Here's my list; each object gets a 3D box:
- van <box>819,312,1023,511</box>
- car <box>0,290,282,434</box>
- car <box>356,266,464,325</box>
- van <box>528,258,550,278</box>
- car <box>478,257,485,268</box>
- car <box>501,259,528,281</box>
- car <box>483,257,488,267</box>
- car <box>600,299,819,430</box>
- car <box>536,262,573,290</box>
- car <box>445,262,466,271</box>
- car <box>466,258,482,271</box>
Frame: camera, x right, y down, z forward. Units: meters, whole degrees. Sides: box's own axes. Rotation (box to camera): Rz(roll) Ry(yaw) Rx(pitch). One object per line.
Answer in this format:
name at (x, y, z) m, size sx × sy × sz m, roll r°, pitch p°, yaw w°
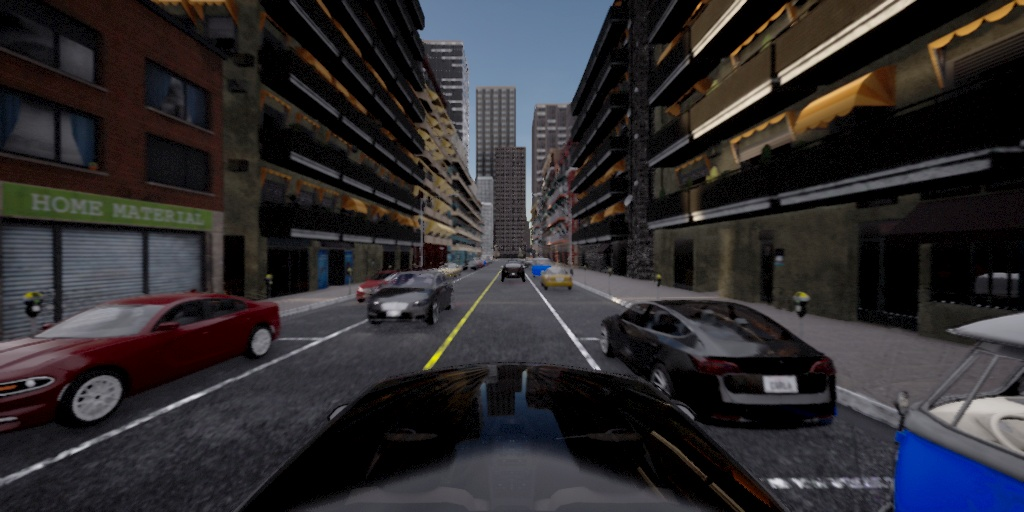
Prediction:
van at (2.689, 1.091, 0.139) m, size 1.690 × 1.789 × 3.998 m, roll 0°, pitch 0°, yaw 0°
car at (-5.693, 1.295, 5.674) m, size 1.888 × 1.381 × 4.507 m, roll 0°, pitch 0°, yaw 0°
car at (-3.089, 1.242, 11.838) m, size 2.128 × 1.511 × 4.902 m, roll 0°, pitch 0°, yaw 0°
van at (2.685, 1.097, 33.280) m, size 1.690 × 1.789 × 3.998 m, roll 0°, pitch 0°, yaw 0°
car at (-5.698, 1.310, 55.385) m, size 1.888 × 1.381 × 4.507 m, roll 0°, pitch 0°, yaw 0°
car at (0.097, 1.232, 30.076) m, size 1.882 × 1.535 × 5.008 m, roll 0°, pitch 0°, yaw 0°
car at (-5.699, 1.313, 60.909) m, size 1.888 × 1.381 × 4.507 m, roll 0°, pitch 0°, yaw 0°
car at (2.688, 1.316, 5.663) m, size 1.948 × 1.339 × 4.313 m, roll 0°, pitch 0°, yaw 0°
car at (2.686, 1.278, 22.402) m, size 1.751 × 1.417 × 4.829 m, roll 0°, pitch 0°, yaw 0°
car at (-5.696, 1.281, 33.122) m, size 1.751 × 1.417 × 4.829 m, roll 0°, pitch 0°, yaw 0°
car at (-5.697, 1.328, 49.861) m, size 1.948 × 1.339 × 4.313 m, roll 0°, pitch 0°, yaw 0°
